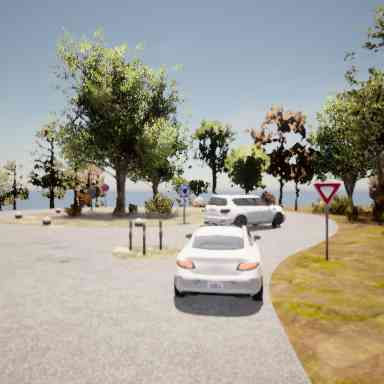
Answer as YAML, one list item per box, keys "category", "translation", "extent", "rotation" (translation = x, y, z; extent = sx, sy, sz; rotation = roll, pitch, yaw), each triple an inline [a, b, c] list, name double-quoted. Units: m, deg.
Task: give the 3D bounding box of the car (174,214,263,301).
- category: "car"
  translation: [0.743, 1.517, 8.293]
  extent: [1.812, 1.442, 4.674]
  rotation: [0, 0, 8]

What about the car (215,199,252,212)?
- category: "car"
  translation: [4.904, 1.523, 39.855]
  extent: [1.994, 1.385, 4.181]
  rotation: [0, 0, -39]

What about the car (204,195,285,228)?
- category: "car"
  translation: [3.231, 1.201, 20.049]
  extent: [5.566, 2.045, 2.150]
  rotation: [0, 0, -38]
